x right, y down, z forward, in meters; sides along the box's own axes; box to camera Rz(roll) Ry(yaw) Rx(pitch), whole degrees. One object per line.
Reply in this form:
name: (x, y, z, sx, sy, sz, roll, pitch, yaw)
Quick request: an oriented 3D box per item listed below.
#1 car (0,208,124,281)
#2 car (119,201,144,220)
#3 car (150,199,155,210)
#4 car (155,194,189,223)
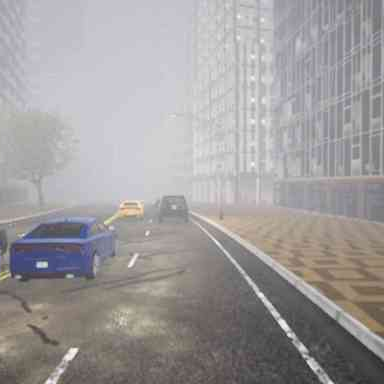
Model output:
car: (-3.474, 1.481, 9.923, 1.882, 1.535, 5.008, 0, 0, -3)
car: (-5.097, 1.477, 28.206, 1.882, 1.535, 5.008, 0, 0, -7)
car: (-4.177, 1.507, 42.784, 1.812, 1.442, 4.674, 0, 0, -11)
car: (-1.523, 1.206, 25.839, 2.150, 2.045, 5.566, 0, 0, -7)
